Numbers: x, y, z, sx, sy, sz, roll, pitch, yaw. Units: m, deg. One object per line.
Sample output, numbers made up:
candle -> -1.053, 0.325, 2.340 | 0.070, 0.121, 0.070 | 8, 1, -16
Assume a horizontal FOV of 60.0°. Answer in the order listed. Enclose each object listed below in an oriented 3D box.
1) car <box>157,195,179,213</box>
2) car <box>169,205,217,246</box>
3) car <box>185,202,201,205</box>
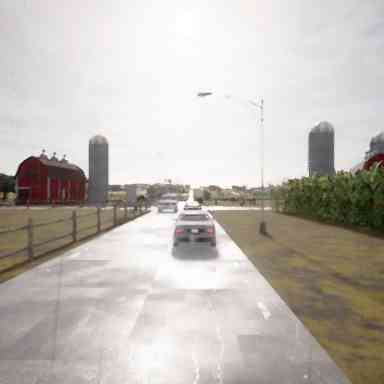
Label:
car -> -2.771, 1.313, 39.056 | 2.150, 2.045, 5.566 | 0, -1, 0
car -> 0.095, 1.545, 15.250 | 2.033, 1.411, 5.357 | 0, 0, 0
car -> 0.084, 1.664, 33.209 | 1.895, 1.301, 4.718 | 0, 0, 0
